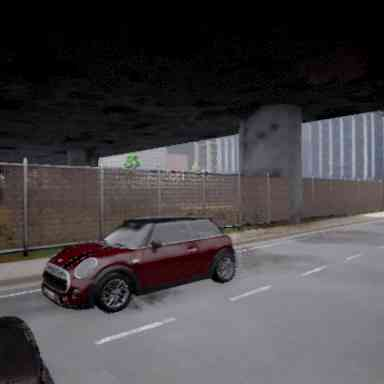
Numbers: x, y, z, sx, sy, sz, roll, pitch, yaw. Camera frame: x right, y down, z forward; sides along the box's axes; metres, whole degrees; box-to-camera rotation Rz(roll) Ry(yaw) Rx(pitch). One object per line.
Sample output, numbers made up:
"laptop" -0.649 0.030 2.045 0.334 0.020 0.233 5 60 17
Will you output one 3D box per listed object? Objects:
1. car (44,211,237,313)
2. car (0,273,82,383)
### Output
"car" -1.047 1.385 7.930 4.553 1.767 2.097 0 0 -41
"car" -3.488 1.581 1.555 5.357 1.411 2.033 0 0 -35
